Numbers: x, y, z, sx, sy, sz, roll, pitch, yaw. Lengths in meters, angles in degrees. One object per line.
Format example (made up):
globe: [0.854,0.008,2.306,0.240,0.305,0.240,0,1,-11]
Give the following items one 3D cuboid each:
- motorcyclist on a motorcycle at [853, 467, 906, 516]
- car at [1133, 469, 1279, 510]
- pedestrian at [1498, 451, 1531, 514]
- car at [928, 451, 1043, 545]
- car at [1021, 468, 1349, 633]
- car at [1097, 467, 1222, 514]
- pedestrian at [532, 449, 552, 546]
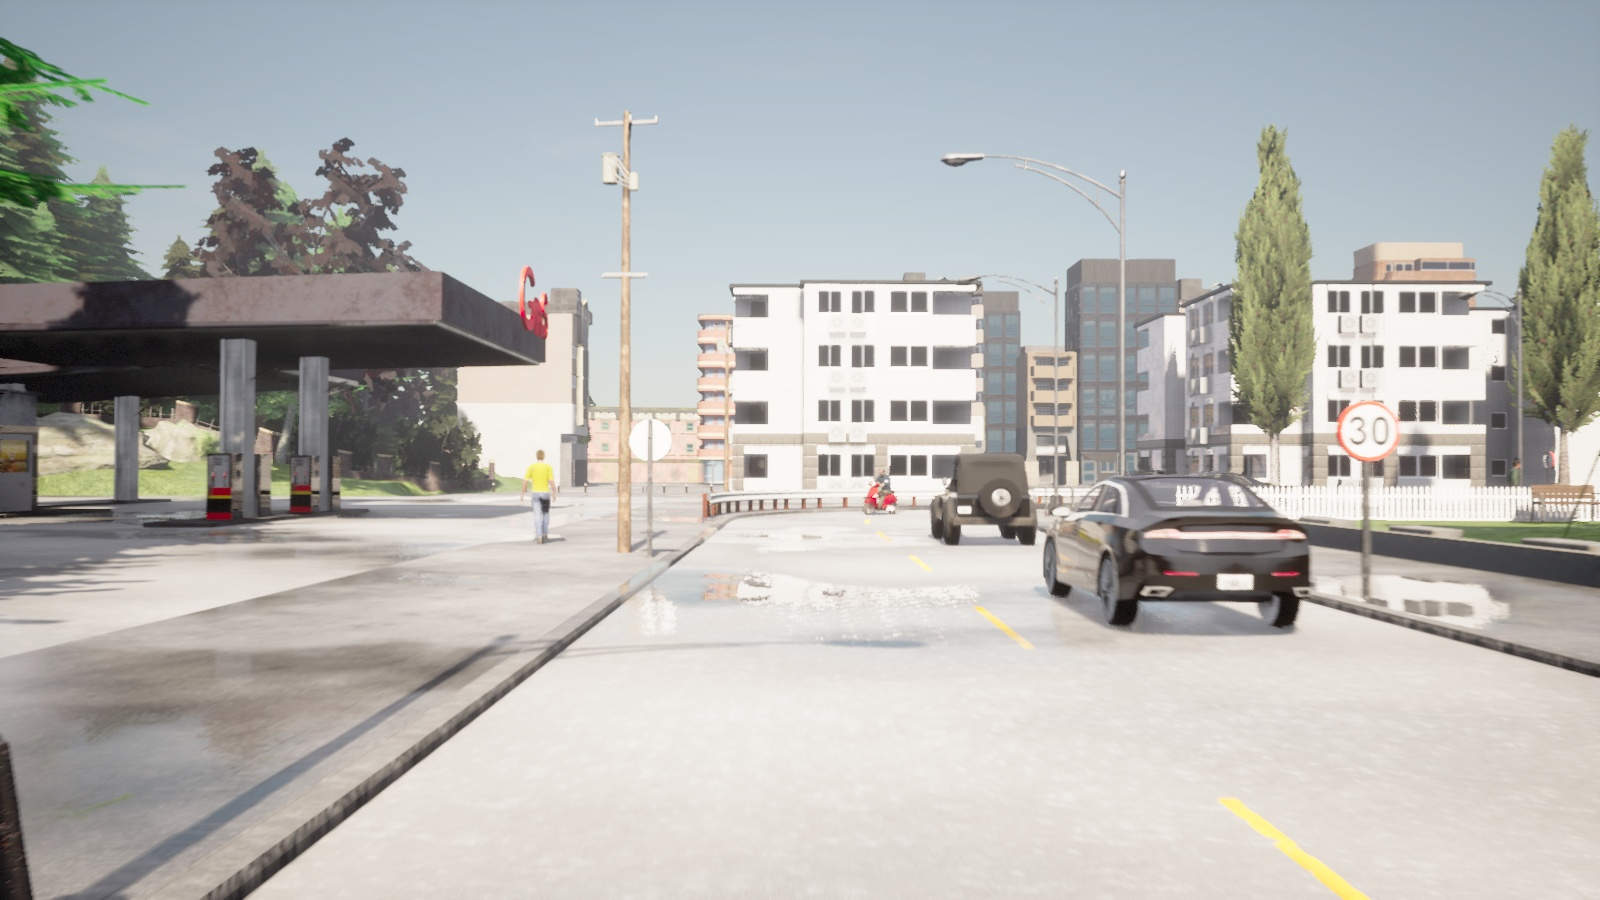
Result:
motorcyclist on a motorcycle: [2.719,1.395,42.677,0.866,1.590,1.817,1,0,40]
car: [15.289,1.465,47.469,4.892,1.490,1.837,0,-1,0]
pedestrian: [22.516,1.023,39.582,0.788,1.949,0.423,0,-1,2]
car: [3.933,0.999,27.193,1.905,1.878,3.866,0,-1,0]
car: [3.966,0.961,13.992,2.128,1.511,4.902,0,-1,0]
car: [12.381,1.389,43.326,3.705,1.549,1.789,0,-1,-9]
pedestrian: [-4.976,0.904,24.252,0.354,1.836,0.706,0,-1,-9]
